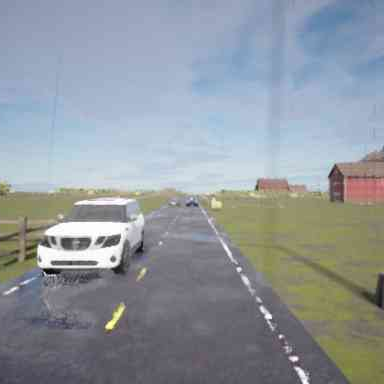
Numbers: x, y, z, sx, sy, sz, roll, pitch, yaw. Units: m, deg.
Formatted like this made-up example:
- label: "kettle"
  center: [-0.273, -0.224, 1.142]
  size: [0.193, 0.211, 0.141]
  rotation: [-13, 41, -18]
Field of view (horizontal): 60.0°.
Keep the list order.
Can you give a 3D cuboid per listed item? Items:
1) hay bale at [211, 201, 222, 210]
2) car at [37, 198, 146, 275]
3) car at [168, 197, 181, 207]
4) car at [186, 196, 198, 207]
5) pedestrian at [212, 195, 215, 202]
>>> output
- label: "hay bale"
  center: [3.105, 1.685, 41.969]
  size: [1.220, 1.180, 1.240]
  rotation: [-1, -1, 0]
- label: "car"
  center: [-2.852, 1.230, 10.799]
  size: [2.150, 2.045, 5.566]
  rotation: [0, 0, 0]
- label: "car"
  center: [-2.831, 1.562, 52.874]
  size: [1.812, 1.442, 4.674]
  rotation: [0, 0, 0]
- label: "car"
  center: [-0.009, 1.637, 51.333]
  size: [1.895, 1.301, 4.718]
  rotation: [0, 0, 0]
- label: "pedestrian"
  center: [2.815, 1.336, 43.076]
  size: [0.375, 1.860, 0.375]
  rotation: [1, -1, 2]
